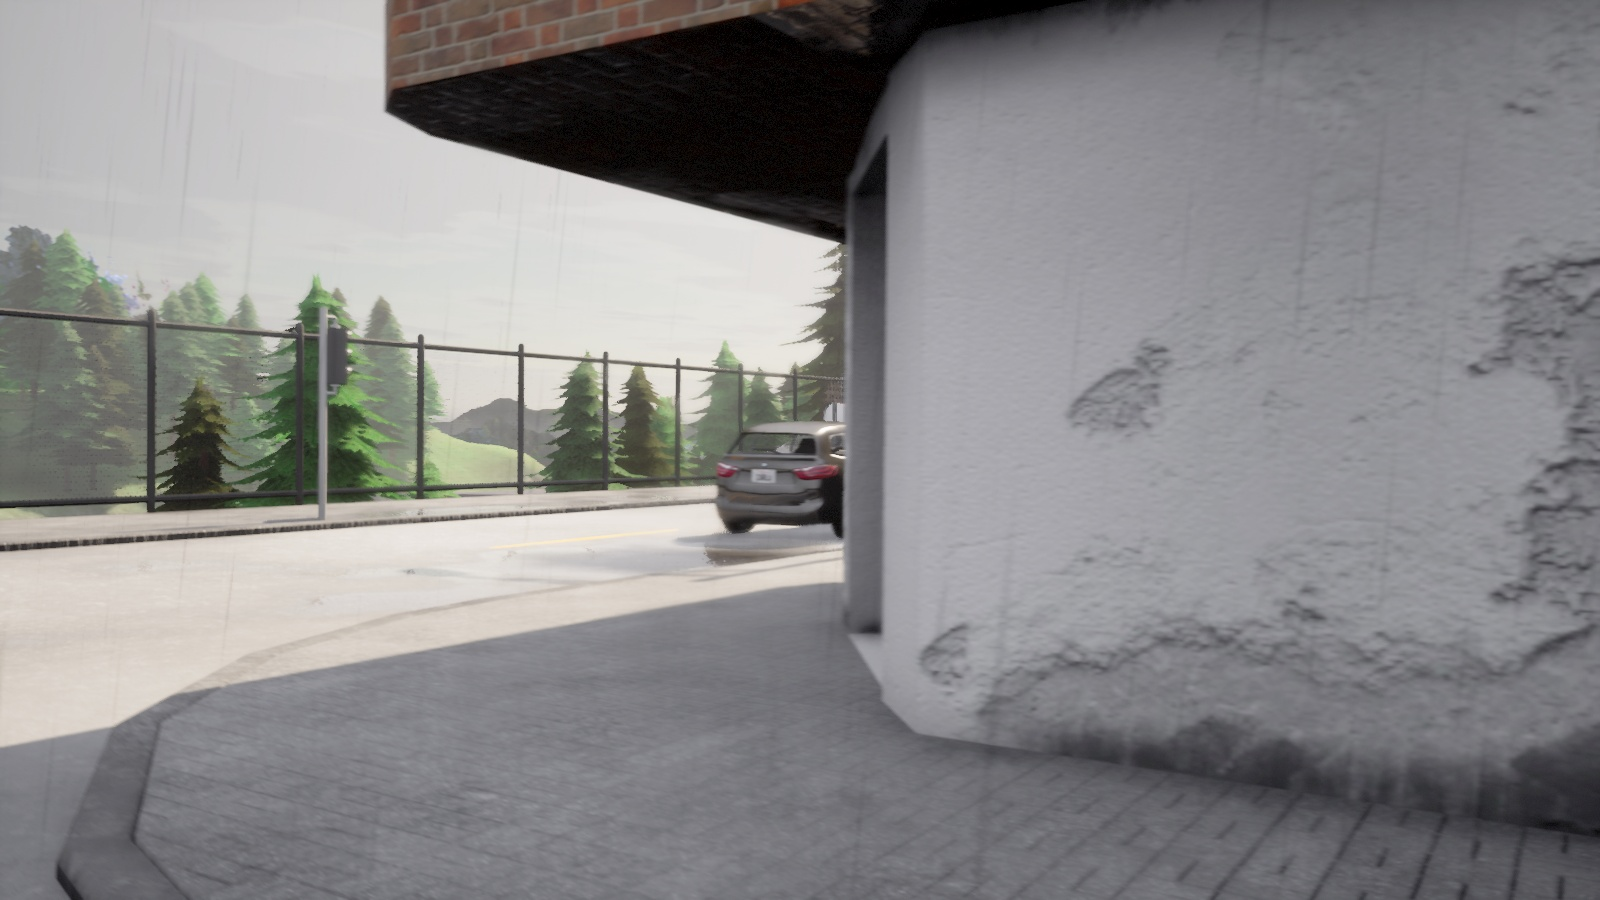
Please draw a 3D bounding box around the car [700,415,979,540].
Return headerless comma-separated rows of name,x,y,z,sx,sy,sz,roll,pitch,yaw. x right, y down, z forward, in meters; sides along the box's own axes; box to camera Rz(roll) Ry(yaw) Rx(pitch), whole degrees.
car,0.760,0.331,19.328,2.242,1.667,4.611,0,1,32
